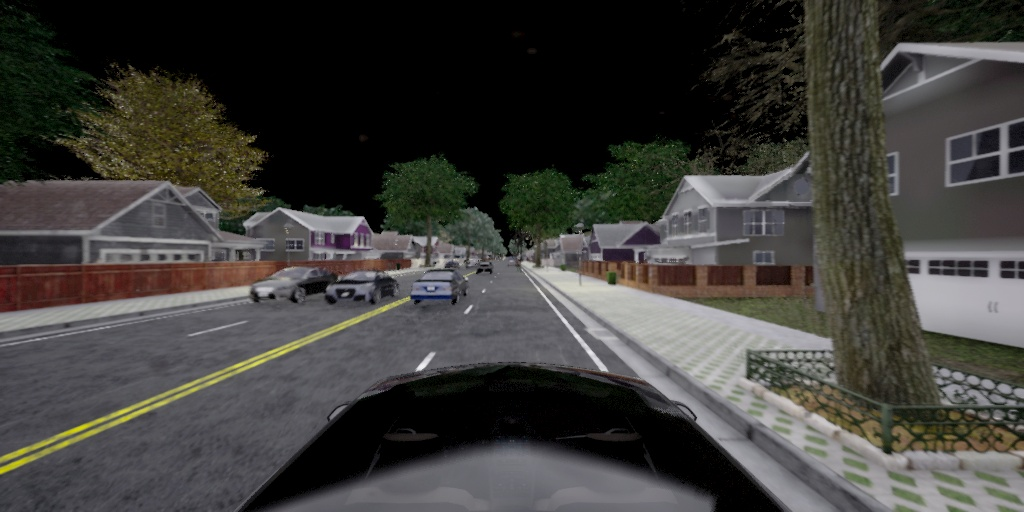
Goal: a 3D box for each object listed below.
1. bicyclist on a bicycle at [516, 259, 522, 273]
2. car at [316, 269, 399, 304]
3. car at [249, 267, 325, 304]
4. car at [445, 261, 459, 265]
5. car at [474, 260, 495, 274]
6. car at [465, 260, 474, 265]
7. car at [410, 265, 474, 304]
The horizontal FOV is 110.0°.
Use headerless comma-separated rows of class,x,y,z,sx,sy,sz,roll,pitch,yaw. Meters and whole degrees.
bicyclist on a bicycle,0.881,1.303,44.296,0.582,1.620,1.656,0,0,0
car,-6.604,1.331,16.202,1.994,1.385,4.181,0,0,0
car,-9.855,1.260,16.672,2.128,1.511,4.902,0,0,0
car,-9.797,1.446,58.918,2.033,1.411,5.357,0,0,1
car,-3.160,1.352,43.105,1.837,1.490,4.892,0,0,0
car,-6.556,1.390,59.075,2.128,1.511,4.902,0,0,1
car,-3.154,1.315,16.447,2.033,1.411,5.357,0,0,0
